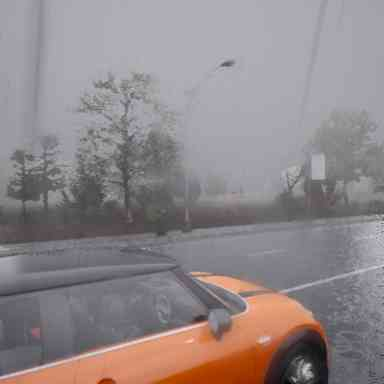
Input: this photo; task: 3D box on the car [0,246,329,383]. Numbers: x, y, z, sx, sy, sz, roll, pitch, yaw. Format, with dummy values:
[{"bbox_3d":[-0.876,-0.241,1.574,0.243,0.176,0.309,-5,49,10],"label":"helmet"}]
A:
[{"bbox_3d":[-0.691,1.352,3.252,4.553,1.767,2.097,0,0,-35],"label":"car"}]
